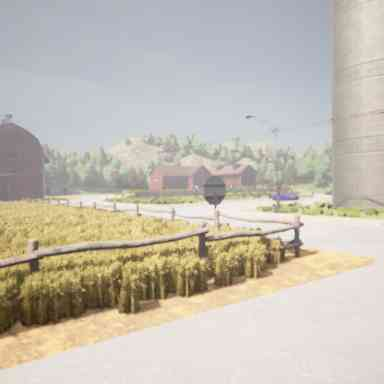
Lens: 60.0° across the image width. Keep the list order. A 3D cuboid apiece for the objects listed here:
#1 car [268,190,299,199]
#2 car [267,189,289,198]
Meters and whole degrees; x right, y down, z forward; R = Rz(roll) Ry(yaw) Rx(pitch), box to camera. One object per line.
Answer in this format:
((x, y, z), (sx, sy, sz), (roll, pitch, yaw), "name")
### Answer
((15.812, 0.708, 56.017), (2.242, 1.667, 4.611), (-1, 1, -36), "car")
((19.390, 0.301, 74.970), (1.932, 1.855, 4.605), (-1, 1, -36), "car")
